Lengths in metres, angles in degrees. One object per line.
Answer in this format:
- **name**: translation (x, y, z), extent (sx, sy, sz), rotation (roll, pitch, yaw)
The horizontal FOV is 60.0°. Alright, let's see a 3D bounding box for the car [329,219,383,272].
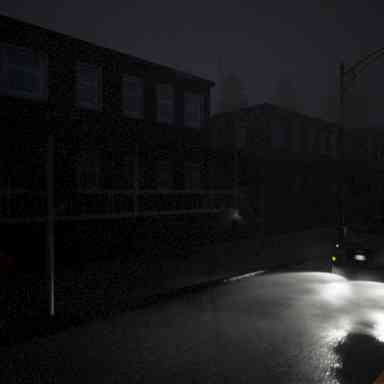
- **car**: translation (5.958, 1.564, 10.165), extent (4.181, 1.385, 1.994), rotation (0, 0, -41)
